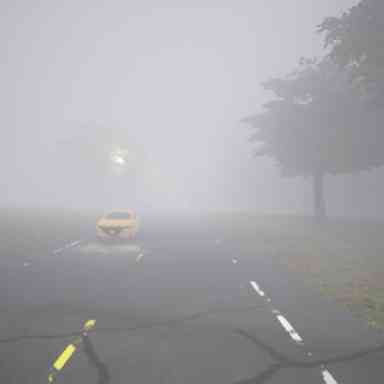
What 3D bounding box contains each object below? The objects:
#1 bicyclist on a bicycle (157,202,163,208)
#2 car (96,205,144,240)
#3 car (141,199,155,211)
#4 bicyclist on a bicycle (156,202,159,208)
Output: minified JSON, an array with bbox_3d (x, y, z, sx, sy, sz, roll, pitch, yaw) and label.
[{"bbox_3d":[-7.752,3.314,83.638,0.866,1.612,1.509,2,-2,-12],"label":"bicyclist on a bicycle"},{"bbox_3d":[-4.089,1.745,19.050,1.882,1.535,5.008,1,-1,-3],"label":"car"},{"bbox_3d":[-8.071,2.305,60.275,2.150,2.045,5.566,1,-2,-8],"label":"car"},{"bbox_3d":[-9.544,3.620,91.868,0.582,1.620,1.656,2,-2,-13],"label":"bicyclist on a bicycle"}]
